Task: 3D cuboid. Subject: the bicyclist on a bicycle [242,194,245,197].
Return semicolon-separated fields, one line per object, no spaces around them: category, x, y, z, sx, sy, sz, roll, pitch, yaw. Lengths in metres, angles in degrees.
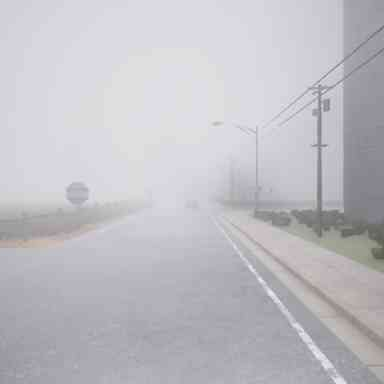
bicyclist on a bicycle;12.424;1.378;80.829;1.656;1.620;0.582;0;0;33

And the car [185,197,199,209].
car;0.000;1.616;45.368;1.895;1.301;4.718;0;0;0

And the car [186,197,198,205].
car;-0.025;1.562;60.345;2.033;1.411;5.357;0;0;0

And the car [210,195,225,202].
car;6.002;1.422;77.655;1.882;1.535;5.008;0;0;34
